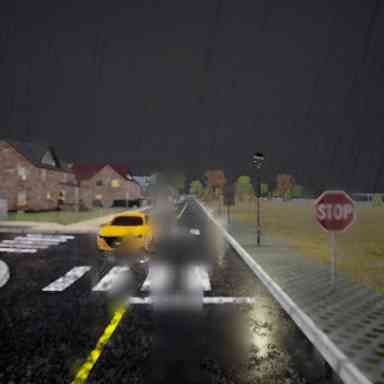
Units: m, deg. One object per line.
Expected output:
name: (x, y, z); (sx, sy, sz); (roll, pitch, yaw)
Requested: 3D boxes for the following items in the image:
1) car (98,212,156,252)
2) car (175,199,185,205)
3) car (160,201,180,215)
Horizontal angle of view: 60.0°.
car: (-2.744, 1.674, 14.857); (1.882, 1.535, 5.008); (0, -1, 0)
car: (-2.735, 2.237, 75.302); (2.128, 1.511, 4.902); (0, -1, 0)
car: (-2.742, 2.059, 39.852); (1.895, 1.301, 4.718); (0, 0, 0)
